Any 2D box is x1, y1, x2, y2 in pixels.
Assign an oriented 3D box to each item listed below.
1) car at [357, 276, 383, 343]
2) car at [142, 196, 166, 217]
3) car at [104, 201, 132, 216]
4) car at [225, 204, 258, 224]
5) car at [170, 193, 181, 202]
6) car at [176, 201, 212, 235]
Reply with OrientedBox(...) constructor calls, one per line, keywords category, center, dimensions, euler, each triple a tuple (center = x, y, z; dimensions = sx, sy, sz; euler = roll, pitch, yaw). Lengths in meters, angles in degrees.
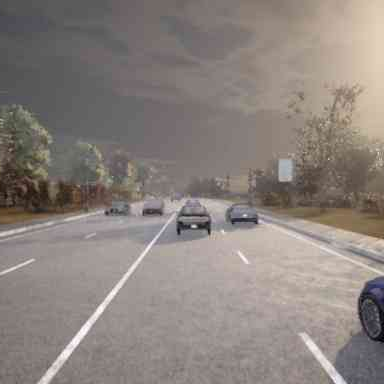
OrientedBox(category="car", center=(3.600, 1.526, 3.486), dimensions=(1.812, 1.442, 4.674), euler=(0, 0, 0))
OrientedBox(category="car", center=(-3.592, 1.478, 32.001), dimensions=(1.882, 1.535, 5.008), euler=(0, 0, 0))
OrientedBox(category="car", center=(-7.092, 1.565, 32.272), dimensions=(1.994, 1.385, 4.181), euler=(0, 0, 0))
OrientedBox(category="car", center=(3.601, 1.565, 24.589), dimensions=(1.994, 1.385, 4.181), euler=(0, 0, 0))
OrientedBox(category="car", center=(-3.541, 1.224, 73.591), dimensions=(2.150, 2.045, 5.566), euler=(0, 0, 0))
OrientedBox(category="car", center=(0.101, 1.492, 18.974), dimensions=(2.128, 1.511, 4.902), euler=(0, 0, 0))
